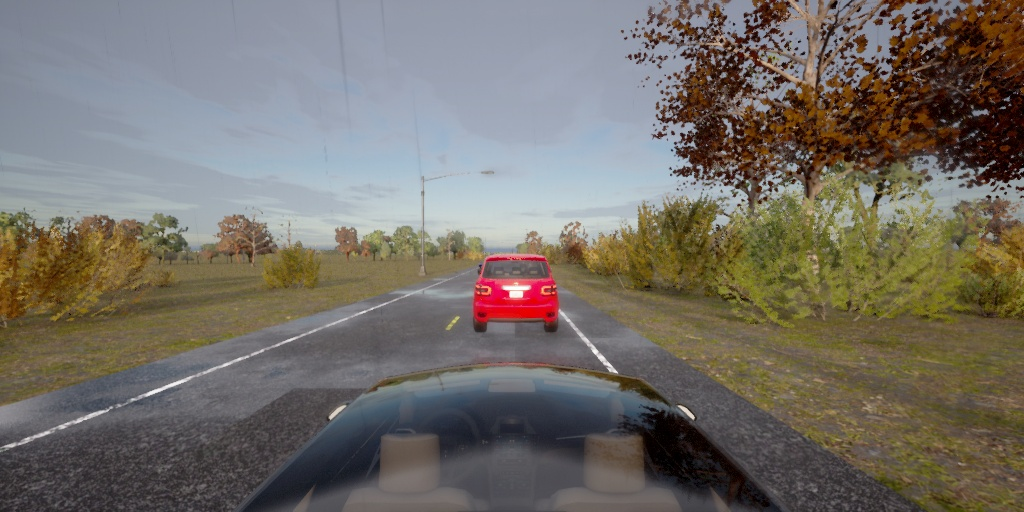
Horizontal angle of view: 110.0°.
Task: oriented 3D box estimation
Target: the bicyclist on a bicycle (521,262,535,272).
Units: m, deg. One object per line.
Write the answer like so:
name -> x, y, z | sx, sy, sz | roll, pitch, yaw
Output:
bicyclist on a bicycle -> 0.935, 1.110, 18.621 | 0.659, 1.776, 1.843 | 0, 0, 0

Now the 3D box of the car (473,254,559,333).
car -> 0.087, 0.966, 10.915 | 2.150, 2.045, 5.566 | 0, 0, 0

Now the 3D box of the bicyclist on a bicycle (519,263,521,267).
bicyclist on a bicycle -> 0.891, 1.105, 28.634 | 0.659, 1.776, 1.843 | 0, 0, 0

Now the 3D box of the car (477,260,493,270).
car -> -3.852, 1.326, 51.880 | 1.895, 1.301, 4.718 | 0, 0, -1
